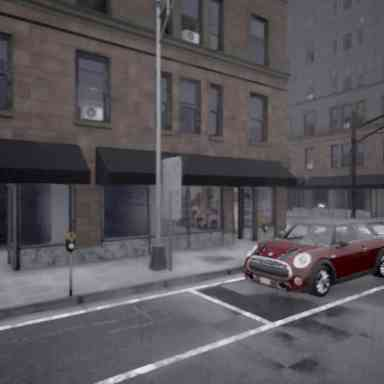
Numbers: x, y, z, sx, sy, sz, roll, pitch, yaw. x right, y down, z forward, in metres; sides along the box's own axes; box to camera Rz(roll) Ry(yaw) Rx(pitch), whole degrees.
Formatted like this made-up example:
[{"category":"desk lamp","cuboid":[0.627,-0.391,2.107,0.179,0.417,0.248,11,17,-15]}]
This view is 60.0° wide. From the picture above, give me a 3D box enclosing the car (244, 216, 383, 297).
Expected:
[{"category":"car","cuboid":[3.245,1.438,8.501,4.097,1.590,1.967,0,0,-35]}]
